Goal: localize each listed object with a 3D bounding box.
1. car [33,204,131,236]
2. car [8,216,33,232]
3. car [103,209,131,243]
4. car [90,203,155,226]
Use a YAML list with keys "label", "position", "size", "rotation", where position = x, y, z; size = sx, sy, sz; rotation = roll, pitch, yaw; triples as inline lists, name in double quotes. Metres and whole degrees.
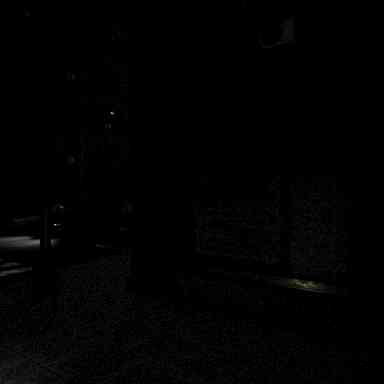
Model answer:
- label: "car"
  position: [-5.870, 1.523, 18.581]
  size: [1.837, 1.490, 4.892]
  rotation: [0, 0, 35]
- label: "car"
  position: [-8.190, 1.554, 19.706]
  size: [1.752, 1.417, 4.829]
  rotation: [0, 0, 36]
- label: "car"
  position: [-1.570, 1.560, 15.166]
  size: [1.947, 1.339, 4.313]
  rotation: [0, 0, 36]
- label: "car"
  position: [-4.940, 1.583, 24.246]
  size: [2.008, 1.369, 4.403]
  rotation: [0, 0, 36]
